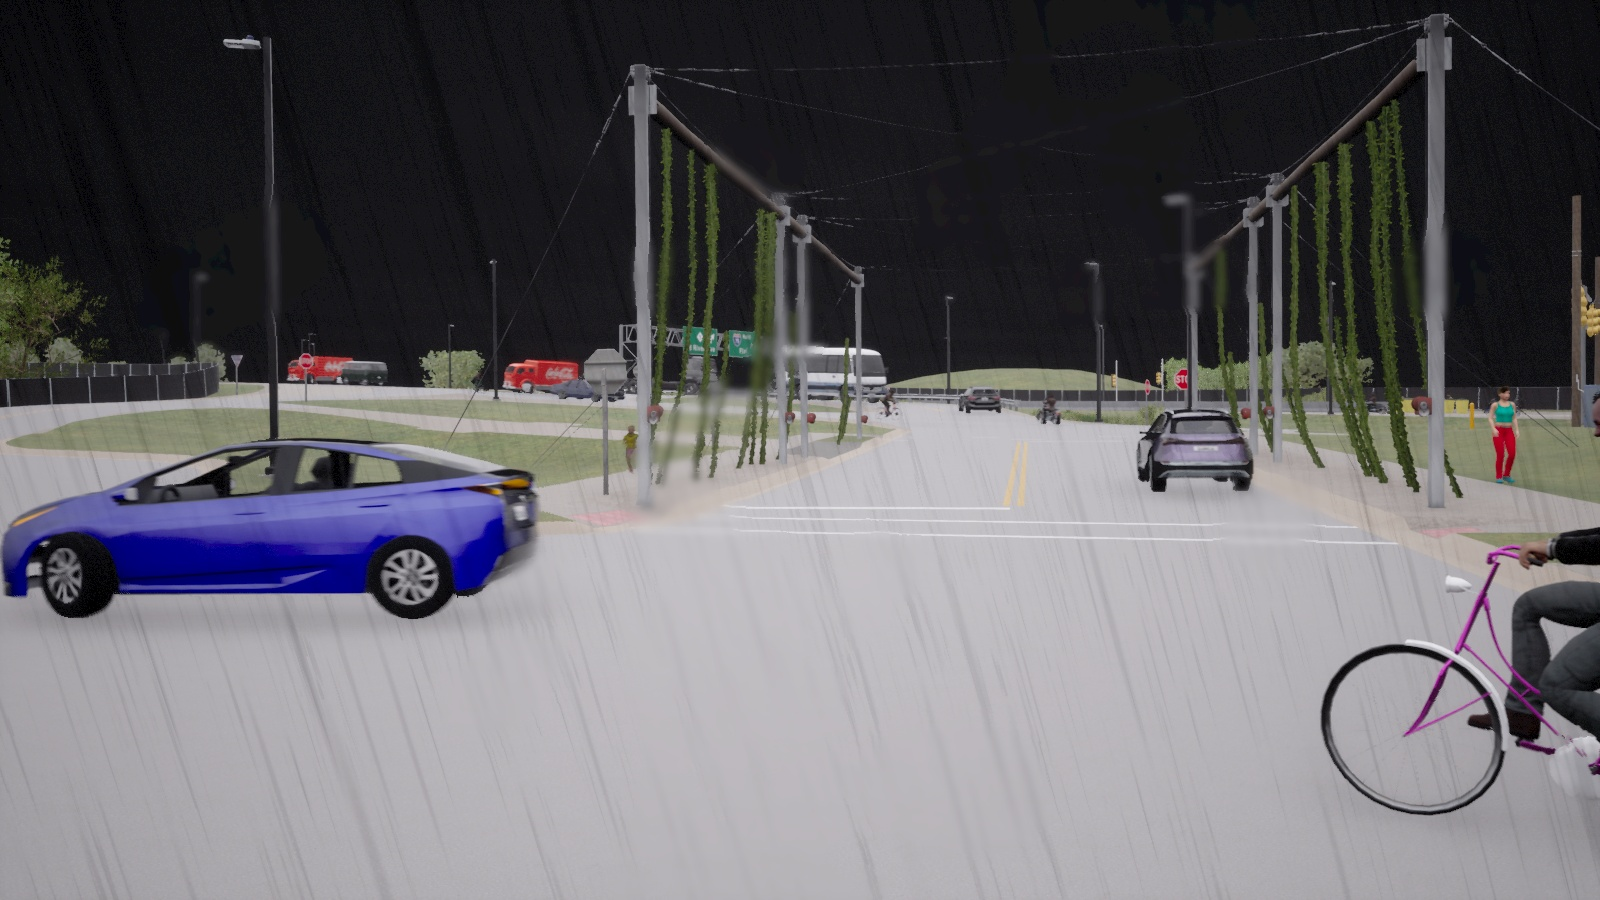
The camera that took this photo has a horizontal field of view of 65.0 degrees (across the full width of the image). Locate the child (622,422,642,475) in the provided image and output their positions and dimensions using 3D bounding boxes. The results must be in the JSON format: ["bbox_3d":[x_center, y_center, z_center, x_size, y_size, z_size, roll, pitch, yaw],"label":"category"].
[{"bbox_3d":[-3.666,-0.040,27.426,0.299,1.160,0.473,0,1,8],"label":"child"}]

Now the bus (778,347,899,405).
[{"bbox_3d":[2.869,-5.845,98.366,3.944,4.253,10.273,-1,5,-36],"label":"bus"}]

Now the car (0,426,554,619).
[{"bbox_3d":[-4.698,0.578,11.372,4.514,1.525,2.007,1,1,1],"label":"car"}]

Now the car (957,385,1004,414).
[{"bbox_3d":[11.356,-3.212,79.487,2.242,1.667,4.611,0,4,-1],"label":"car"}]

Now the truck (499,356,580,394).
[{"bbox_3d":[-19.318,-5.535,93.203,5.204,2.467,2.627,0,7,-37],"label":"truck"}]

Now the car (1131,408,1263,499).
[{"bbox_3d":[8.140,-0.009,26.172,2.033,1.649,4.856,0,3,10],"label":"car"}]

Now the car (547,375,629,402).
[{"bbox_3d":[-13.957,-4.021,82.462,5.357,1.411,2.033,6,4,35],"label":"car"}]

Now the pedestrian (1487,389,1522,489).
[{"bbox_3d":[13.079,-0.207,23.316,0.345,1.836,0.594,0,1,7],"label":"pedestrian"}]

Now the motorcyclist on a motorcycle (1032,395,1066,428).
[{"bbox_3d":[12.991,-2.019,65.578,0.766,1.649,2.350,0,3,-15],"label":"motorcyclist on a motorcycle"}]

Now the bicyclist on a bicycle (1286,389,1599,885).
[{"bbox_3d":[2.935,0.663,4.839,1.843,1.776,0.659,1,1,38],"label":"bicyclist on a bicycle"}]
